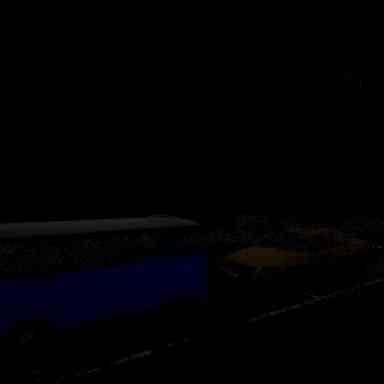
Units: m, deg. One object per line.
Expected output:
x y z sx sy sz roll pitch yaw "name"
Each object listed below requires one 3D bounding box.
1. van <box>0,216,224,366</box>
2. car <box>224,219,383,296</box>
-1.584 1.344 5.523 3.998 1.788 1.690 0 0 -36 "van"
2.867 1.539 8.698 4.829 1.417 1.752 0 0 -36 "car"
